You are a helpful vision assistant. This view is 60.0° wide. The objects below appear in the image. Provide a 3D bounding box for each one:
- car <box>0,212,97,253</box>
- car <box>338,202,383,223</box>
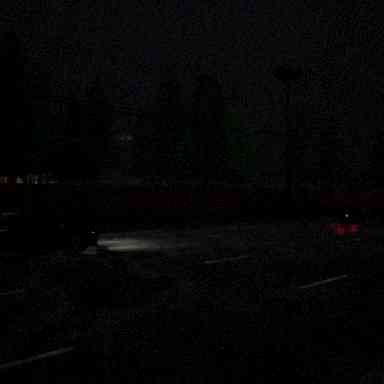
[{"bbox_3d":[-6.019,1.509,12.345,4.892,1.490,1.837,0,0,-35],"label":"car"},{"bbox_3d":[13.564,1.542,26.313,4.902,1.511,2.128,0,0,-35],"label":"car"}]
